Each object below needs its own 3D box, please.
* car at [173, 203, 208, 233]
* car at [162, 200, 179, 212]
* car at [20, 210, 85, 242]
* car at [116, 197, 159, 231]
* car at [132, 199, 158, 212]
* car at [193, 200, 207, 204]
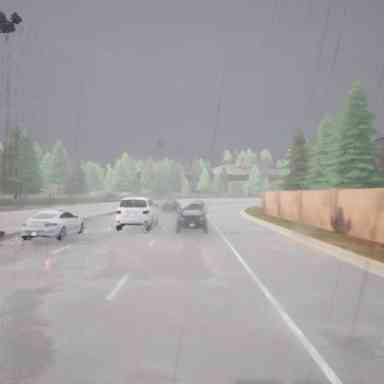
[{"bbox_3d":[0.006,1.673,20.780,1.812,1.442,4.674,0,0,0],"label":"car"},{"bbox_3d":[-2.595,1.830,44.029,1.812,1.442,4.674,0,0,9],"label":"car"},{"bbox_3d":[-6.979,1.626,17.007,1.812,1.442,4.674,0,0,0],"label":"car"},{"bbox_3d":[-3.501,1.369,22.037,2.150,2.045,5.566,0,0,0],"label":"car"},{"bbox_3d":[-6.140,1.785,43.859,2.128,1.511,4.902,0,0,8],"label":"car"},{"bbox_3d":[0.869,1.838,43.728,1.812,1.442,4.674,0,0,9],"label":"car"}]
